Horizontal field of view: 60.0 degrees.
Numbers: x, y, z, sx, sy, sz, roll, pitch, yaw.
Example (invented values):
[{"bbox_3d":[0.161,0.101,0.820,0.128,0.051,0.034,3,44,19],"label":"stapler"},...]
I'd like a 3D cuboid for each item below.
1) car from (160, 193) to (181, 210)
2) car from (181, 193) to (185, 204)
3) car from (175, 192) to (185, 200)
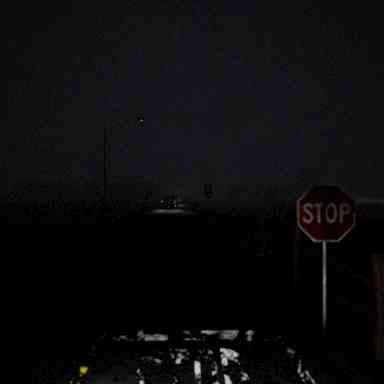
[{"bbox_3d":[-2.759,1.157,40.683,2.097,1.767,4.553,0,0,0],"label":"car"},{"bbox_3d":[-2.759,1.139,54.783,2.097,1.767,4.553,0,0,0],"label":"car"},{"bbox_3d":[-2.764,0.917,76.092,2.097,1.767,4.553,0,0,0],"label":"car"}]
